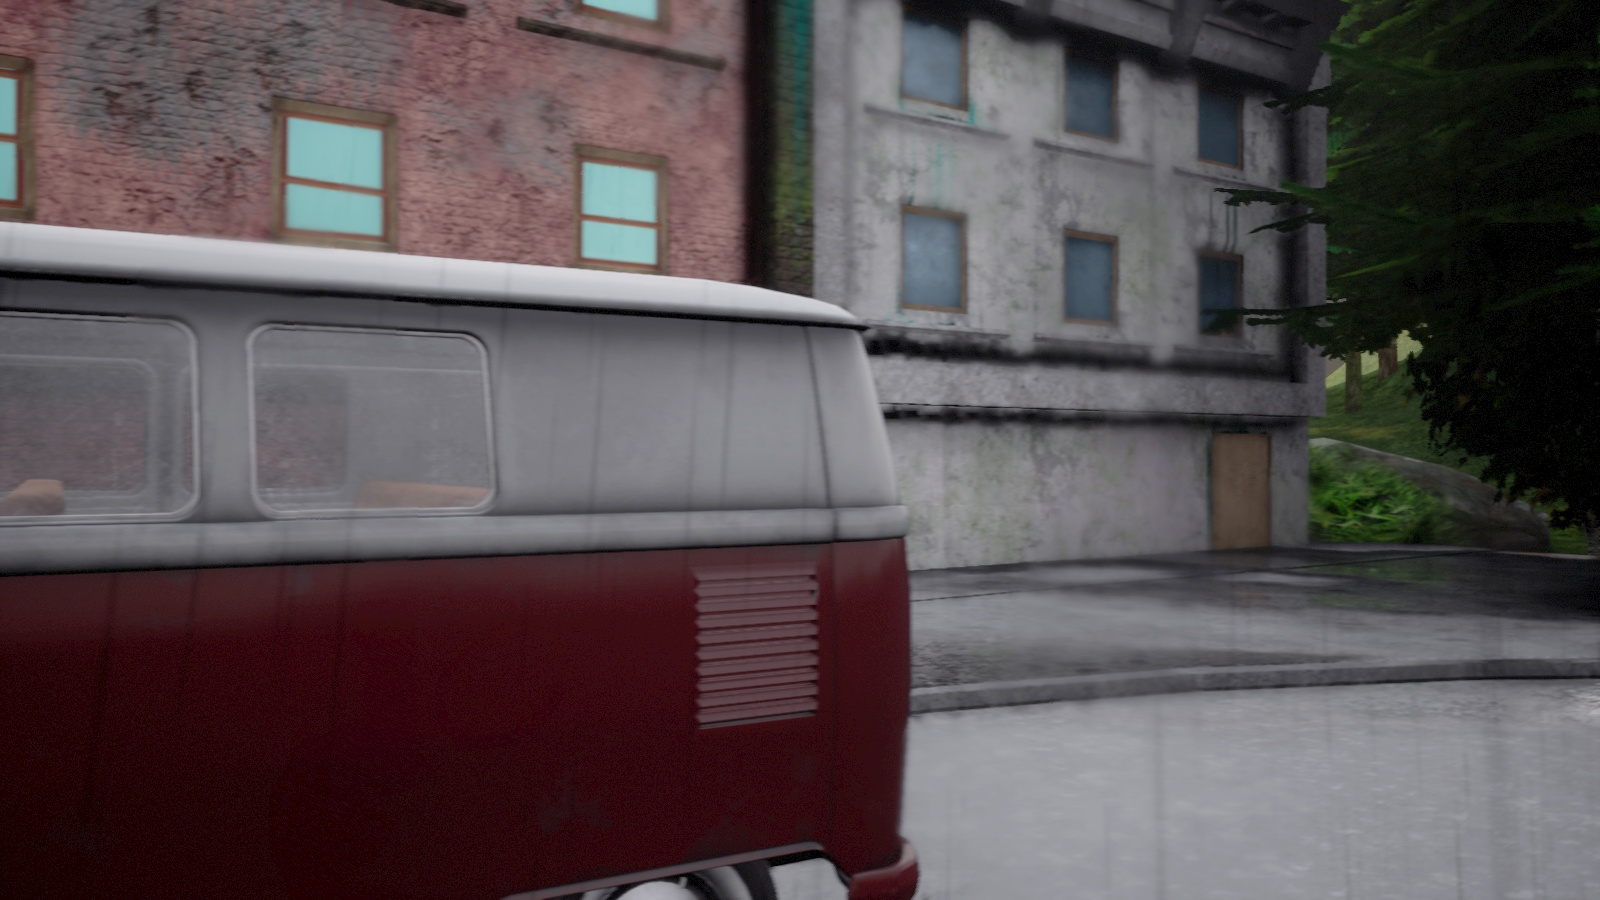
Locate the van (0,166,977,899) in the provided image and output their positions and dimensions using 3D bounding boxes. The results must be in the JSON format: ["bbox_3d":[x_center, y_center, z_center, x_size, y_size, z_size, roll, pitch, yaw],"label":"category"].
[{"bbox_3d":[-1.908,0.507,2.880,4.442,1.987,1.775,0,0,-31],"label":"van"}]
